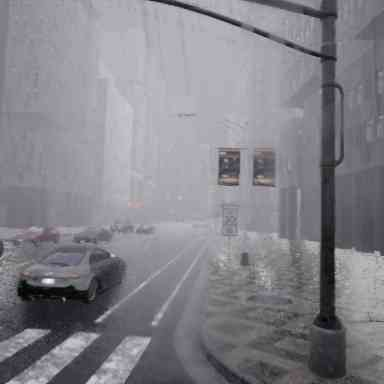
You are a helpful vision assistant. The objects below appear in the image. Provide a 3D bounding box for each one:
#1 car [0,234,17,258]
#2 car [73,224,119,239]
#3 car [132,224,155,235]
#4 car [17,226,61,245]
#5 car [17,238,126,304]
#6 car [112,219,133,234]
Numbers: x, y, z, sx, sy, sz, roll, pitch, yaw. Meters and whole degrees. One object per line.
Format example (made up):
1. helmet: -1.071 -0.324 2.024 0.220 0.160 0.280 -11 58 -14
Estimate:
1. car: -9.782 2.357 13.438 2.128 1.511 4.902 1 -5 7
2. car: -8.429 3.752 28.947 2.033 1.411 5.357 1 -5 5
3. car: -6.653 5.358 48.015 1.882 1.535 5.008 1 -5 5
4. car: -11.954 3.364 25.942 1.812 1.442 4.674 1 -5 5
5. car: -3.443 2.384 10.351 1.994 1.385 4.181 1 -5 5
6. car: -9.959 4.935 47.518 2.150 2.045 5.566 1 -5 5
